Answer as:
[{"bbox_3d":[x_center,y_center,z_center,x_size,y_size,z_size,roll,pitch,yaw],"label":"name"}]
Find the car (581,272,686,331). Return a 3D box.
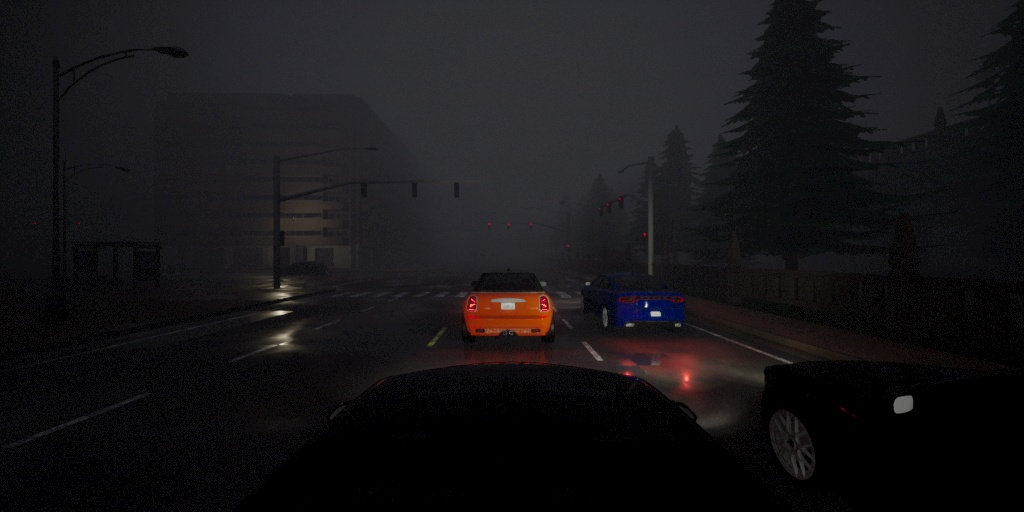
[{"bbox_3d":[3.416,1.228,11.023,1.882,1.535,5.008,0,0,0],"label":"car"}]

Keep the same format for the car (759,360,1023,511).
[{"bbox_3d":[3.288,1.228,1.497,1.882,1.535,5.008,0,0,3],"label":"car"}]

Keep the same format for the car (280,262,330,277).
[{"bbox_3d":[-20.921,1.310,35.852,4.892,1.490,1.837,0,0,-1],"label":"car"}]

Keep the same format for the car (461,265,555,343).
[{"bbox_3d":[-0.083,1.102,9.878,2.097,1.767,4.553,0,0,0],"label":"car"}]
